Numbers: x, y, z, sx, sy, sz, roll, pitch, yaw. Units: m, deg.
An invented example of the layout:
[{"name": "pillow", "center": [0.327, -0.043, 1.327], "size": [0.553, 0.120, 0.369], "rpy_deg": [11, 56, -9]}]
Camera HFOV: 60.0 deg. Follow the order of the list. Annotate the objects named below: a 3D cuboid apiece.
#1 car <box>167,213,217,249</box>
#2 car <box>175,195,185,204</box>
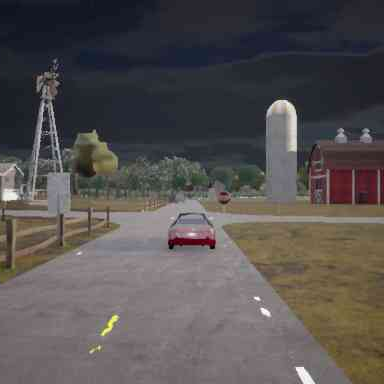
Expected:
[{"name": "car", "center": [0.000, 1.590, 14.651], "size": [1.994, 1.385, 4.181], "rpy_deg": [0, 0, 0]}, {"name": "car", "center": [-2.750, 1.678, 78.210], "size": [2.150, 2.045, 5.566], "rpy_deg": [0, -1, 0]}]
